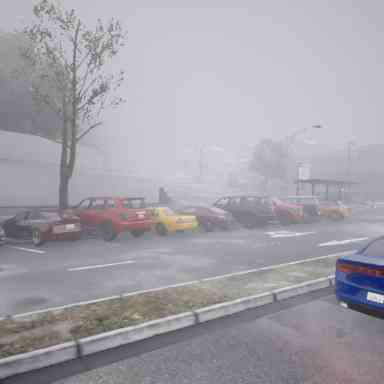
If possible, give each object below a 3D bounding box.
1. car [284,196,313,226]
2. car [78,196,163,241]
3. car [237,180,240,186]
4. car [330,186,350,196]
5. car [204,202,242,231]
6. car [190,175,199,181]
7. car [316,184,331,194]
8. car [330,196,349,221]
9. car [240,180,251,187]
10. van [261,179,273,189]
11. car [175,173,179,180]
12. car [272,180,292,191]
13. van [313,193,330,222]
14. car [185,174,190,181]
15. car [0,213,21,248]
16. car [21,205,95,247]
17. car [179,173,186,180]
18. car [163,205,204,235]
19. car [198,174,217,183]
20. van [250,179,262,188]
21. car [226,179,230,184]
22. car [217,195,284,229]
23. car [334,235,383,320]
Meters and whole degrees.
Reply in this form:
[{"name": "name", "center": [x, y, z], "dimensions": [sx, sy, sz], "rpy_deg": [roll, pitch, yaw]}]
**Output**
[{"name": "car", "center": [5.311, 1.267, 23.879], "dimensions": [5.566, 2.045, 2.435], "rpy_deg": [-1, -1, 35]}, {"name": "car", "center": [-4.563, 1.248, 16.973], "dimensions": [5.566, 2.045, 2.435], "rpy_deg": [-1, -1, 35]}, {"name": "car", "center": [11.410, -2.043, 75.529], "dimensions": [2.002, 1.452, 4.674], "rpy_deg": [7, 4, 35]}, {"name": "car", "center": [25.184, 0.136, 55.771], "dimensions": [2.002, 1.452, 4.674], "rpy_deg": [7, 3, 35]}, {"name": "car", "center": [0.367, 1.548, 20.422], "dimensions": [4.674, 1.452, 2.002], "rpy_deg": [-1, -1, 35]}, {"name": "car", "center": [2.725, -3.698, 87.770], "dimensions": [2.435, 2.045, 5.566], "rpy_deg": [7, 3, 34]}, {"name": "car", "center": [23.496, -0.426, 58.245], "dimensions": [2.435, 2.045, 5.566], "rpy_deg": [7, 3, 35]}, {"name": "car", "center": [10.263, 1.403, 27.294], "dimensions": [4.553, 1.767, 2.185], "rpy_deg": [-1, -1, 35]}, {"name": "car", "center": [13.239, -1.812, 73.207], "dimensions": [1.946, 1.575, 5.366], "rpy_deg": [7, 3, 35]}, {"name": "van", "center": [16.537, -1.491, 68.000], "dimensions": [1.878, 1.987, 4.442], "rpy_deg": [7, 4, 35]}, {"name": "car", "center": [-2.563, -4.362, 95.060], "dimensions": [2.435, 2.045, 5.566], "rpy_deg": [1, -1, 34]}, {"name": "car", "center": [18.294, -0.992, 65.636], "dimensions": [2.231, 1.521, 4.892], "rpy_deg": [7, 3, 35]}, {"name": "van", "center": [7.852, 1.296, 25.546], "dimensions": [4.442, 1.987, 1.878], "rpy_deg": [-1, -1, 35]}, {"name": "car", "center": [0.933, -3.850, 90.238], "dimensions": [2.185, 1.767, 4.553], "rpy_deg": [6, 3, 34]}, {"name": "car", "center": [-9.432, 1.493, 13.486], "dimensions": [4.892, 1.521, 2.231], "rpy_deg": [-1, -1, 35]}, {"name": "car", "center": [-7.010, 1.524, 15.230], "dimensions": [4.792, 1.488, 2.163], "rpy_deg": [-1, -1, 35]}, {"name": "car", "center": [-0.794, -4.085, 92.710], "dimensions": [2.185, 1.767, 4.553], "rpy_deg": [4, 1, 34]}, {"name": "car", "center": [-2.242, 1.502, 18.797], "dimensions": [5.366, 1.575, 1.946], "rpy_deg": [-1, -1, 35]}, {"name": "car", "center": [4.573, -3.176, 85.509], "dimensions": [1.946, 1.575, 5.366], "rpy_deg": [7, 3, 34]}, {"name": "van", "center": [14.810, -1.764, 70.474], "dimensions": [1.878, 1.987, 4.442], "rpy_deg": [7, 4, 35]}, {"name": "car", "center": [9.670, -2.317, 77.993], "dimensions": [2.002, 1.452, 4.674], "rpy_deg": [7, 3, 35]}, {"name": "car", "center": [2.796, 1.262, 22.177], "dimensions": [5.566, 2.045, 2.435], "rpy_deg": [-1, -1, 35]}, {"name": "car", "center": [4.864, 1.487, 6.585], "dimensions": [5.008, 1.535, 1.882], "rpy_deg": [0, 0, -35]}]
